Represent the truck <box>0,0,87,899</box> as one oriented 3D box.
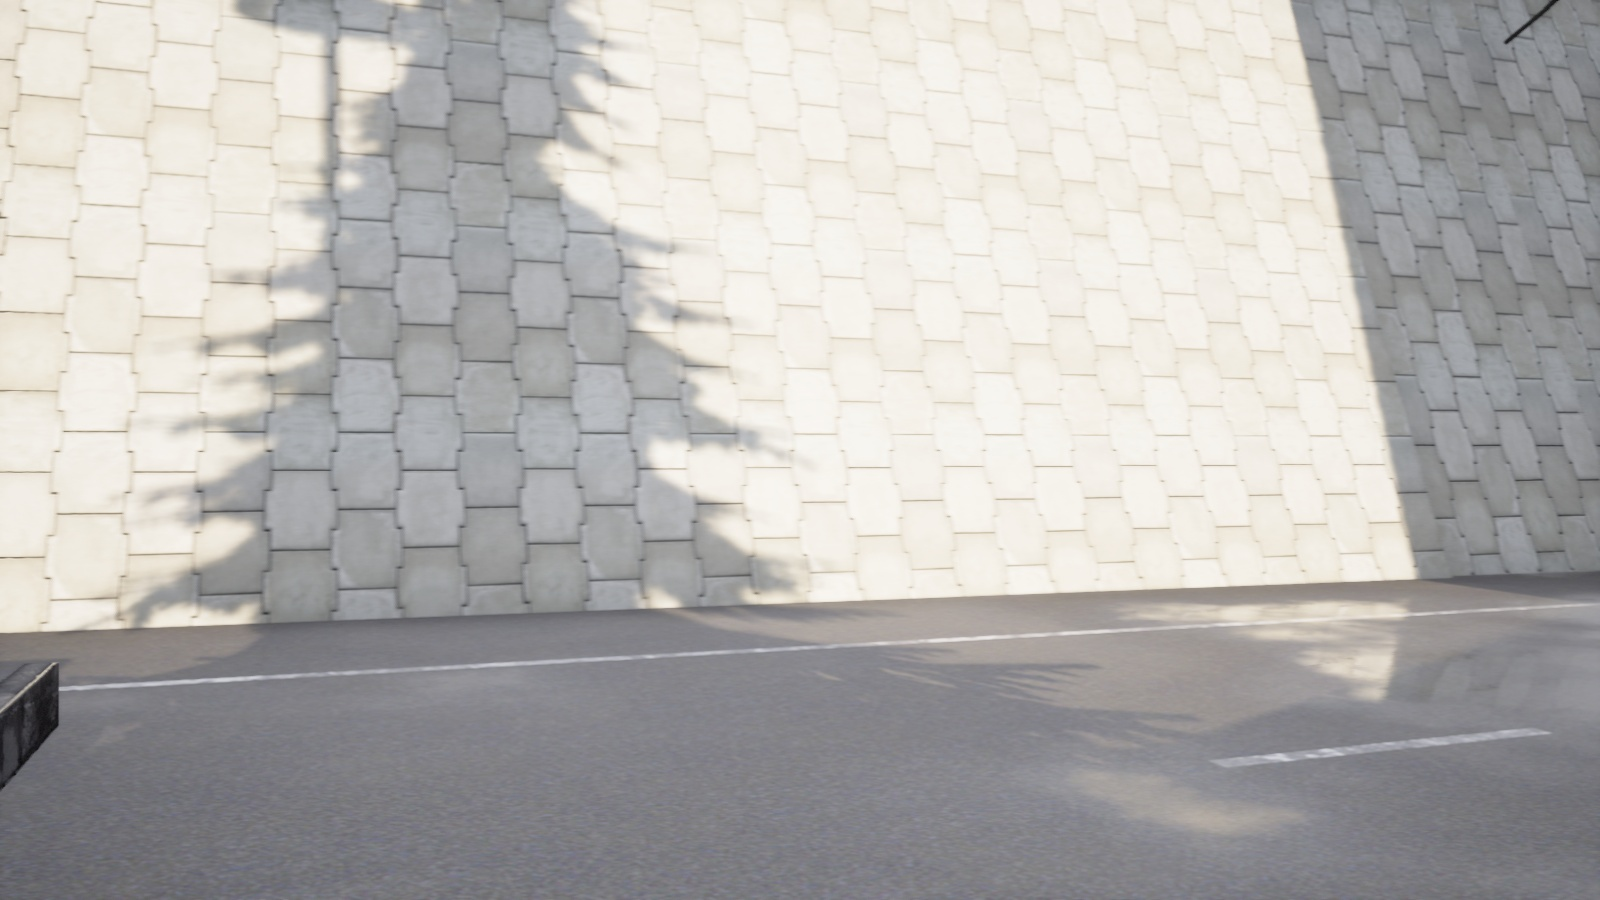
[{"bbox_3d":[-5.453,-0.144,1.157,7.936,3.462,2.891,-1,1,-21],"label":"truck"}]
